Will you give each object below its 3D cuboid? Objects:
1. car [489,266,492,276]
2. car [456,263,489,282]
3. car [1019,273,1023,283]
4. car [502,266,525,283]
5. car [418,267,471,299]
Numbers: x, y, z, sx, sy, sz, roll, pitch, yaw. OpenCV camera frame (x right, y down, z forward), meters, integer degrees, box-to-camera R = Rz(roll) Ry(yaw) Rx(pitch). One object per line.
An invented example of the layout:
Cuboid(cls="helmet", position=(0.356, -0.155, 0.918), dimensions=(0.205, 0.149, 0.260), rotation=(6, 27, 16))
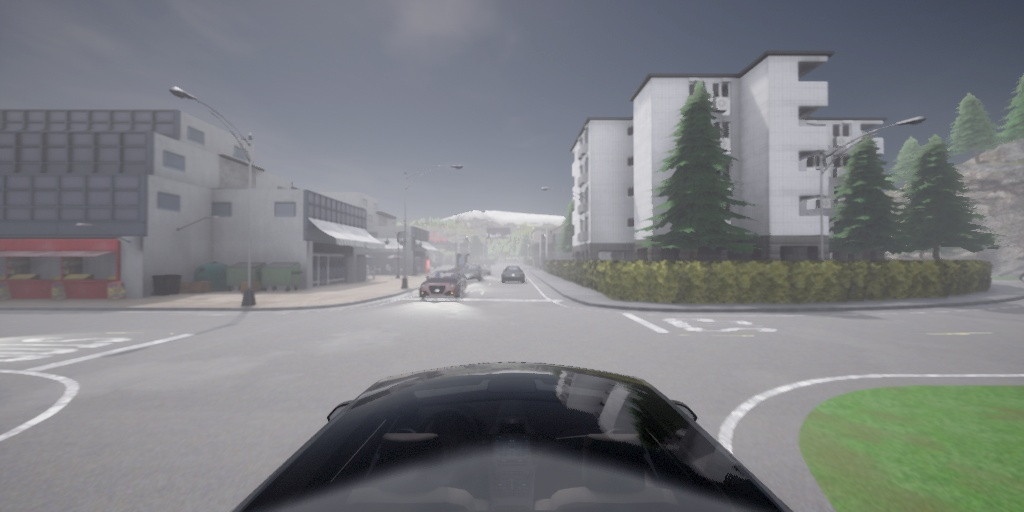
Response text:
Cuboid(cls="car", position=(-3.584, 1.758, 44.768), dimensions=(1.895, 1.301, 4.718), rotation=(0, -1, 0))
Cuboid(cls="car", position=(-3.599, 1.535, 32.659), dimensions=(2.128, 1.511, 4.902), rotation=(0, -1, 0))
Cuboid(cls="car", position=(47.368, 1.714, 31.222), dimensions=(1.837, 1.490, 4.892), rotation=(0, -1, 22))
Cuboid(cls="car", position=(0.098, 1.599, 31.942), dimensions=(1.994, 1.385, 4.181), rotation=(0, -1, 0))
Cuboid(cls="car", position=(-3.599, 1.483, 19.246), dimensions=(1.994, 1.385, 4.181), rotation=(0, -1, 0))
